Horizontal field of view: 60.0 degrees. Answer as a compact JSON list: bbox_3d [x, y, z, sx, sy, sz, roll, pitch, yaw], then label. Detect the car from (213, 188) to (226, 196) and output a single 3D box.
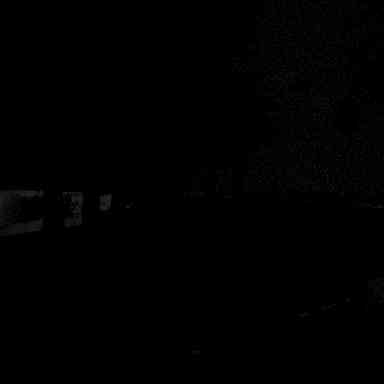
[{"bbox_3d":[4.821,0.017,66.714,1.882,1.535,5.008,-2,3,-36],"label":"car"}]
